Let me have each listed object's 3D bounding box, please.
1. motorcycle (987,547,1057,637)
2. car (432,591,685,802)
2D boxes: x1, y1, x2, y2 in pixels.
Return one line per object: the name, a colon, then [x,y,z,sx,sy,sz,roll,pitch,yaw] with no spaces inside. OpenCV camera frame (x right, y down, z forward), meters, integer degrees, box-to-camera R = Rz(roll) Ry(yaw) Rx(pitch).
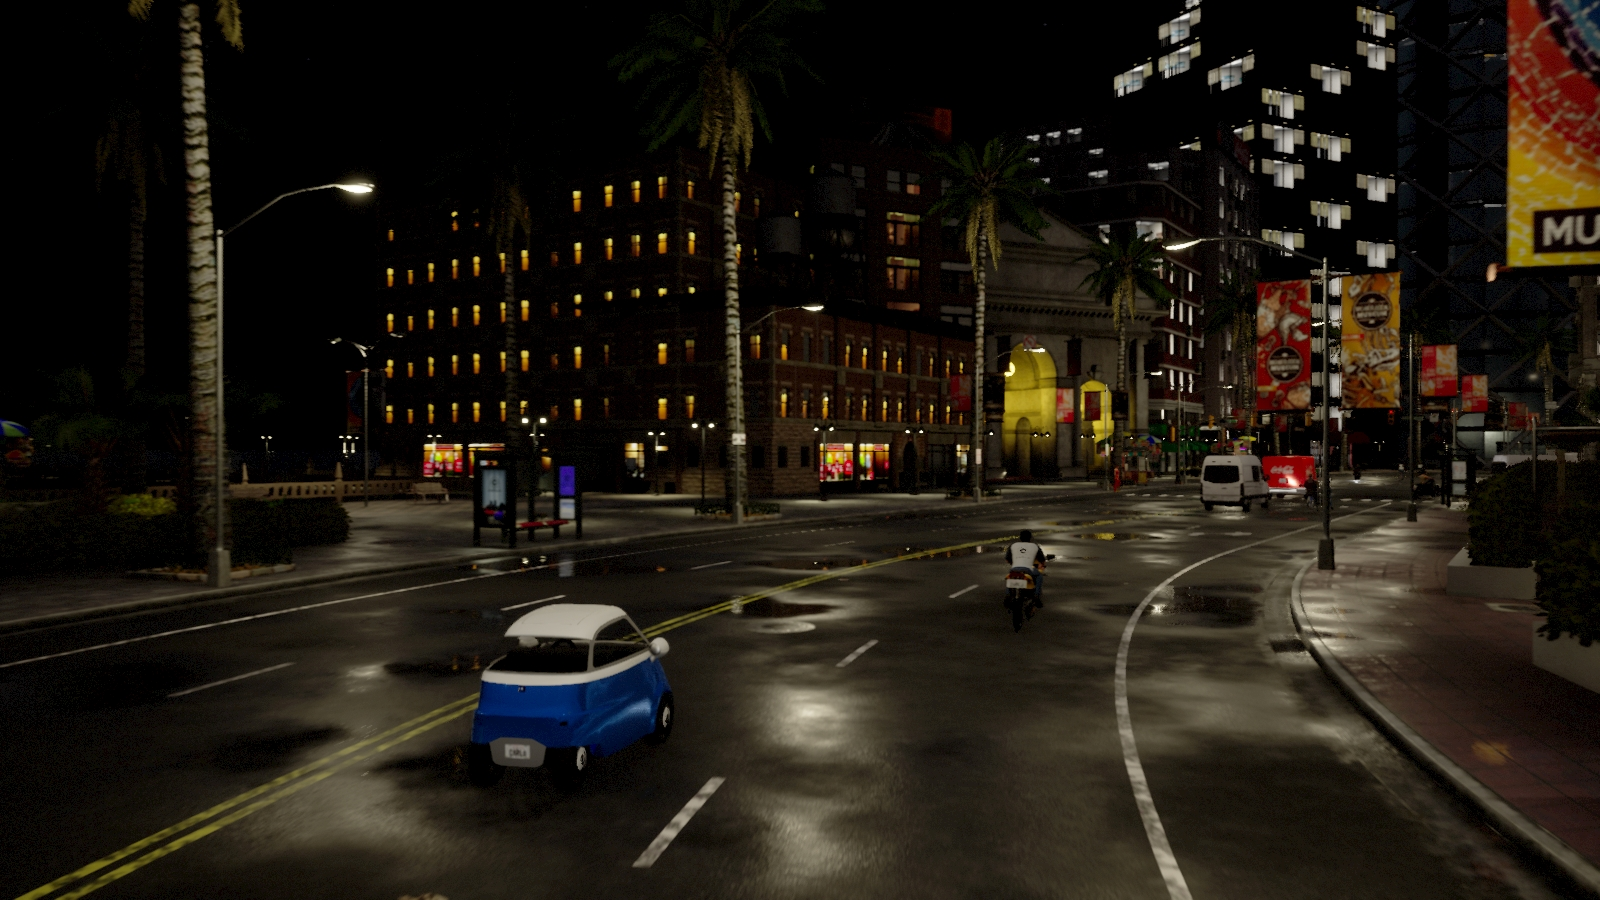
motorcycle: [3.553,2.214,18.186,0.803,1.145,2.033,1,0,19]
car: [-2.079,2.119,10.339,1.481,1.376,2.207,0,0,11]
